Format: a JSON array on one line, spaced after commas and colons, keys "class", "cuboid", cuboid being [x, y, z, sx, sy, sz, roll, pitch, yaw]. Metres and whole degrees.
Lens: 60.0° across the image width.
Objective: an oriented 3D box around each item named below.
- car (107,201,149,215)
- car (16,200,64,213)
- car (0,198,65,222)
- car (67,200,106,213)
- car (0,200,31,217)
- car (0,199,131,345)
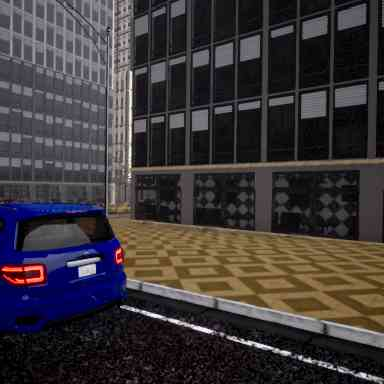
[{"class": "car", "cuboid": [-7.351, 1.830, 38.740, 1.752, 1.417, 4.829, 1, 0, 36]}, {"class": "car", "cuboid": [-17.646, 1.643, 38.903, 1.752, 1.417, 4.829, 1, 0, 36]}, {"class": "car", "cuboid": [-14.148, 1.520, 29.528, 2.192, 1.841, 5.009, 1, 0, 36]}, {"class": "car", "cuboid": [-12.935, 1.762, 40.924, 1.994, 1.385, 4.181, 1, 0, 36]}, {"class": "car", "cuboid": [-18.847, 1.616, 32.904, 1.837, 1.490, 4.892, 1, 0, 36]}, {"class": "car", "cuboid": [-3.701, 1.218, 6.322, 5.566, 2.045, 2.150, 0, 0, 35]}]
